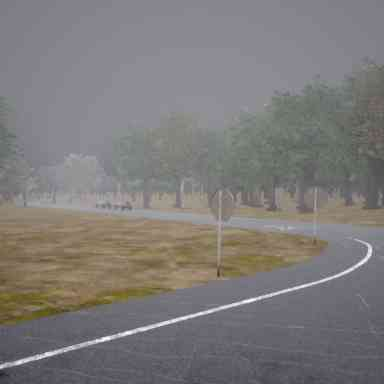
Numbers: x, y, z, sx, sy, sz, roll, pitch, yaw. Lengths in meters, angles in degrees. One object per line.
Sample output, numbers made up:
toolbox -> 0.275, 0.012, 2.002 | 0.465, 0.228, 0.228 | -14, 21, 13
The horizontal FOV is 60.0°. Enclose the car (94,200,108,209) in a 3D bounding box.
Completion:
car -> -16.100, 2.306, 60.022 | 1.837, 1.490, 4.892 | 2, -2, -35

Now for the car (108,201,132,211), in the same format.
car -> -11.135, 2.163, 52.893 | 1.837, 1.490, 4.892 | 2, -2, -34
